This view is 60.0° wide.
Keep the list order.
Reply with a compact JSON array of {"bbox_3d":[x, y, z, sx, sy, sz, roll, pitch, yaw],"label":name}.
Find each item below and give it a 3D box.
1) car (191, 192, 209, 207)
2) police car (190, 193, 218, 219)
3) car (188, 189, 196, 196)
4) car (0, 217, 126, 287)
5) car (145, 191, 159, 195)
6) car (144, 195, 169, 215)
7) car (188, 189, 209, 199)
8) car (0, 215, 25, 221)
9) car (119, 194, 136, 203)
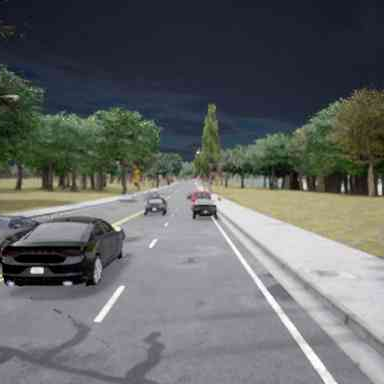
[{"bbox_3d":[0.969,0.880,42.262,2.097,1.767,4.553,0,1,0],"label":"car"},{"bbox_3d":[0.972,1.187,26.410,1.930,1.638,5.238,0,1,0],"label":"police car"},{"bbox_3d":[-0.009,0.073,76.202,1.895,1.301,4.718,0,2,0],"label":"car"},{"bbox_3d":[-3.151,1.428,9.244,1.882,1.535,5.008,0,0,0],"label":"car"},{"bbox_3d":[-6.565,0.583,54.642,2.097,1.767,4.553,0,2,0],"label":"car"},{"bbox_3d":[-3.153,1.243,30.165,1.812,1.442,4.674,0,1,0],"label":"car"},{"bbox_3d":[0.971,0.858,36.323,2.150,2.045,5.566,0,1,0],"label":"car"},{"bbox_3d":[-6.601,1.496,11.360,1.994,1.385,4.181,0,1,0],"label":"car"},{"bbox_3d":[-9.831,0.939,50.635,1.895,1.301,4.718,0,2,0],"label":"car"}]
